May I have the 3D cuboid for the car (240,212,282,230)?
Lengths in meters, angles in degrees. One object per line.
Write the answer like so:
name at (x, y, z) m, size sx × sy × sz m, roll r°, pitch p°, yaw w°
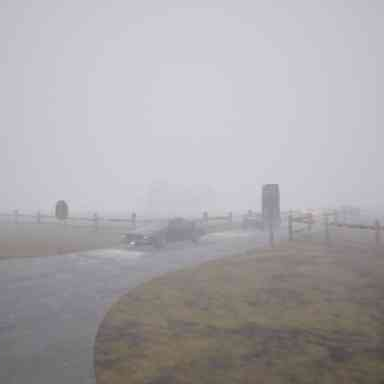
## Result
car at (5.773, 2.373, 27.697) m, size 1.895 × 1.301 × 4.718 m, roll -2°, pitch -3°, yaw 35°

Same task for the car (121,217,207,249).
car at (-1.258, 2.057, 17.729) m, size 2.033 × 1.411 × 5.357 m, roll -2°, pitch -2°, yaw 35°

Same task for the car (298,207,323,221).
car at (14.108, 2.573, 39.467) m, size 1.882 × 1.535 × 5.008 m, roll -2°, pitch -3°, yaw 36°

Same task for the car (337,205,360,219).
car at (20.400, 2.514, 43.325) m, size 2.097 × 1.767 × 4.553 m, roll -2°, pitch -3°, yaw 35°
